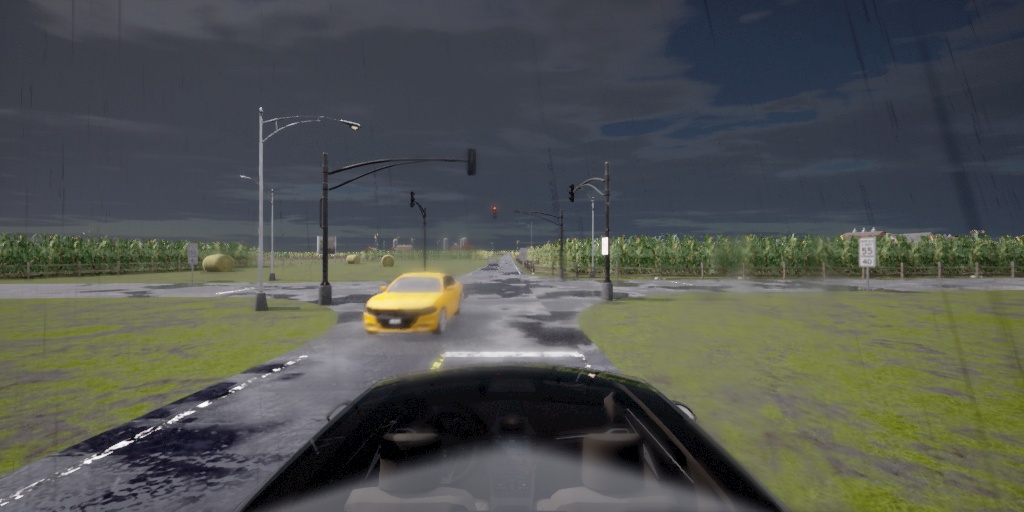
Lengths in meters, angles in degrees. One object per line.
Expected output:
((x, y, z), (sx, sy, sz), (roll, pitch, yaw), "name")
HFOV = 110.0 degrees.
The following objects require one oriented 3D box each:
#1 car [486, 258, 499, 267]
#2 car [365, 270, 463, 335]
((-3.482, 1.222, 65.026), (1.837, 1.490, 4.892), (0, 2, -1), "car")
((-2.658, 1.230, 10.720), (1.882, 1.535, 5.008), (0, 0, 0), "car")
